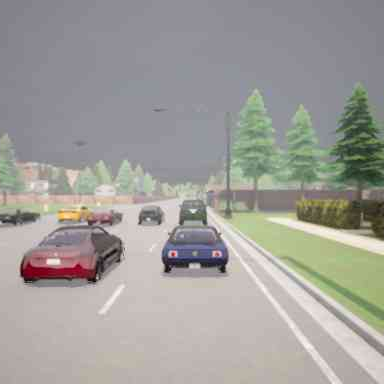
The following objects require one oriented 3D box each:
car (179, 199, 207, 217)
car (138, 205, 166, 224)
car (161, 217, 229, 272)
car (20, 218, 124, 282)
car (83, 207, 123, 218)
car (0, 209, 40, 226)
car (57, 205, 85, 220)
[{"bbox_3d":[0.096,1.620,27.443,2.150,2.045,5.566,0,-1,0],"label":"car"},{"bbox_3d":[-3.404,1.919,28.514,1.837,1.490,4.892,0,-1,0],"label":"car"},{"bbox_3d":[0.092,1.767,11.349,1.895,1.301,4.718,0,-1,0],"label":"car"},{"bbox_3d":[-3.413,1.714,10.209,1.994,1.385,4.181,0,-1,0],"label":"car"},{"bbox_3d":[-6.905,1.990,26.872,1.895,1.301,4.718,0,-1,0],"label":"car"},{"bbox_3d":[-14.193,1.990,26.884,1.895,1.301,4.718,0,-1,0],"label":"car"},{"bbox_3d":[-10.402,1.913,30.028,1.882,1.535,5.008,0,-1,0],"label":"car"}]
